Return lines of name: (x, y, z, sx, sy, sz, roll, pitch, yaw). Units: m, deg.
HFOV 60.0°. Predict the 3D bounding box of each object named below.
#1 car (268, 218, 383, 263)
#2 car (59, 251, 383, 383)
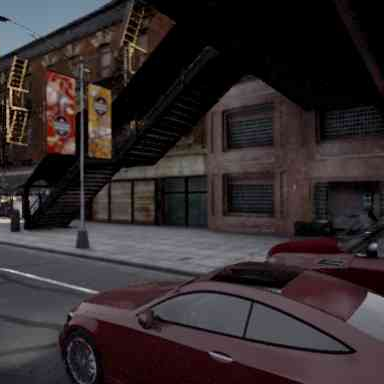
car: (3.751, 1.224, 4.944, 5.566, 2.045, 2.435, -1, 0, 35)
car: (0.522, 1.536, 3.607, 4.674, 1.442, 1.812, -1, 0, 35)
